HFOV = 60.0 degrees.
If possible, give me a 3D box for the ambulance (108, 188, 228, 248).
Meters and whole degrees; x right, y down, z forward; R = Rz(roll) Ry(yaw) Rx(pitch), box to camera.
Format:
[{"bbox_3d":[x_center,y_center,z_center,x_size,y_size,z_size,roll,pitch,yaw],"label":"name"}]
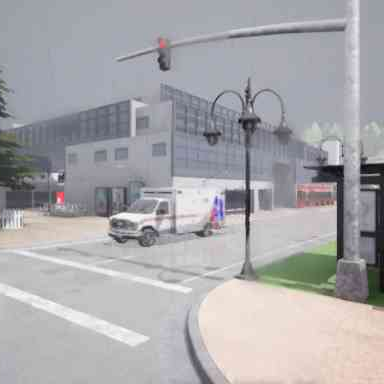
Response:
[{"bbox_3d":[-0.917,1.036,15.832,2.351,2.431,6.366,0,0,39],"label":"ambulance"}]
